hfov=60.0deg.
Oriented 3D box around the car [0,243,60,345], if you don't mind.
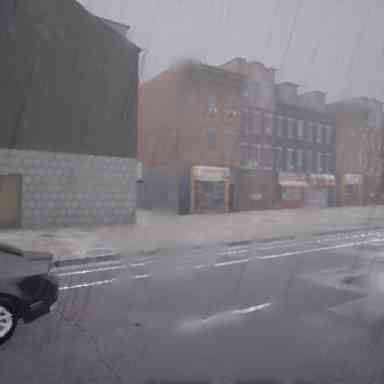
[{"bbox_3d":[-4.452,1.433,4.600,4.892,1.490,1.837,1,0,-34],"label":"car"}]
